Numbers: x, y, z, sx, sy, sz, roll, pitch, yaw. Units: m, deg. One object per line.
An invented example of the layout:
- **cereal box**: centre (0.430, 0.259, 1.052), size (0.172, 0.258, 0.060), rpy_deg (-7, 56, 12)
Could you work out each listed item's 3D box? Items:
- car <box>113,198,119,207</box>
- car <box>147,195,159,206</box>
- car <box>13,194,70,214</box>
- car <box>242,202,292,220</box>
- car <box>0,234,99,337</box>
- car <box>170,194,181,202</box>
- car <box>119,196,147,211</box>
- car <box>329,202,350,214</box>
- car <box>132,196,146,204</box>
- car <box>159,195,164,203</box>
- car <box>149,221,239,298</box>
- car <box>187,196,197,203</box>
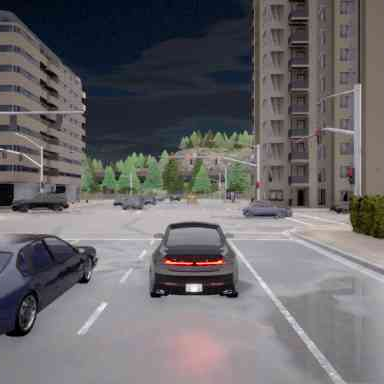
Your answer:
- **car**: centre (-10.681, 1.564, 50.649), size (1.994, 1.385, 4.181), rpy_deg (0, 0, 0)
- **car**: centre (-7.184, 1.564, 55.890), size (1.994, 1.385, 4.181), rpy_deg (0, 0, 0)
- **car**: centre (-16.009, 1.221, 35.606), size (5.566, 2.045, 2.150), rpy_deg (0, 1, -24)
- **car**: centre (6.340, 1.564, 28.278), size (4.181, 1.385, 1.994), rpy_deg (0, 0, 13)
- **car**: centre (-3.461, 1.547, 6.576), size (2.033, 1.411, 5.357), rpy_deg (0, 0, 0)
- **car**: centre (-3.625, 1.194, 72.963), size (2.097, 1.767, 4.553), rpy_deg (0, 0, 0)
- **car**: centre (-7.169, 1.351, 40.860), size (2.097, 1.767, 4.553), rpy_deg (0, 0, 0)
- **car**: centre (17.286, 1.547, 34.639), size (5.357, 1.411, 2.033), rpy_deg (0, 0, 0)
- **car**: centre (-10.618, 1.547, 67.125), size (2.033, 1.411, 5.357), rpy_deg (0, 0, 0)
- **car**: centre (-7.122, 1.466, 71.194), size (1.882, 1.535, 5.008), rpy_deg (0, 0, 0)
- **car**: centre (0.049, 1.505, 8.505), size (1.837, 1.490, 4.892), rpy_deg (0, 0, 0)
- **car**: centre (-0.037, 1.477, 70.059), size (1.882, 1.535, 5.008), rpy_deg (0, 0, 0)
